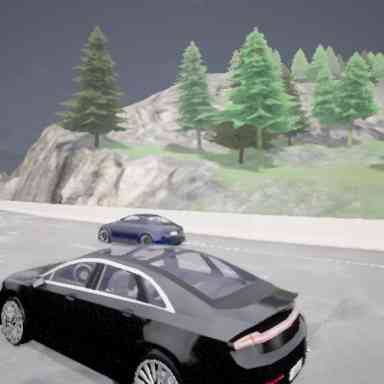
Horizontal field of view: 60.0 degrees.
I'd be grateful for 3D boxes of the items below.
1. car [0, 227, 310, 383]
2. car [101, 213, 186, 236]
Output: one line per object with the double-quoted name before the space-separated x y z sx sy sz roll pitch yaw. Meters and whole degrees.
"car" -0.915 1.515 4.721 4.902 1.511 2.128 0 0 37
"car" -2.271 1.631 14.634 4.181 1.385 1.994 0 0 39
